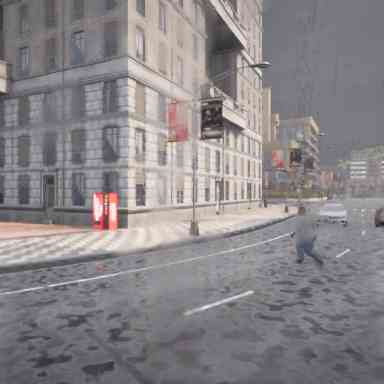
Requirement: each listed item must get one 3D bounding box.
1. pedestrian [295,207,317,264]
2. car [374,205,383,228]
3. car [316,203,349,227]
[{"bbox_3d":[3.410,1.294,9.965,0.375,1.860,0.375,0,0,42],"label":"pedestrian"},{"bbox_3d":[12.888,1.564,21.399,1.994,1.385,4.181,0,0,27],"label":"car"},{"bbox_3d":[9.749,1.525,22.929,1.812,1.442,4.674,0,0,27],"label":"car"}]
